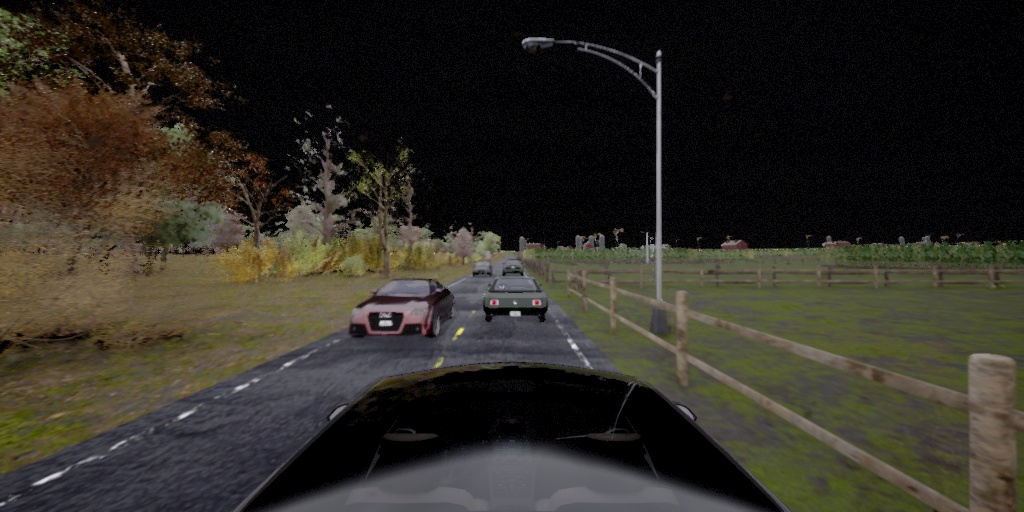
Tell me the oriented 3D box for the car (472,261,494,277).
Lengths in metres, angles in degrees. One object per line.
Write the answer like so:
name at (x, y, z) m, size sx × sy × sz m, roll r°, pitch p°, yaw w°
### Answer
car at (-2.818, 1.250, 35.317) m, size 1.837 × 1.490 × 4.892 m, roll 0°, pitch 0°, yaw 0°

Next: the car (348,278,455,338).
car at (-2.827, 1.317, 10.034) m, size 1.994 × 1.385 × 4.181 m, roll 0°, pitch 0°, yaw 0°

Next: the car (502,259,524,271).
car at (0.106, 1.095, 36.566) m, size 2.097 × 1.767 × 4.553 m, roll 0°, pitch 0°, yaw 0°

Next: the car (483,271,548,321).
car at (0.103, 1.355, 12.410) m, size 1.895 × 1.301 × 4.718 m, roll 0°, pitch 0°, yaw 0°
